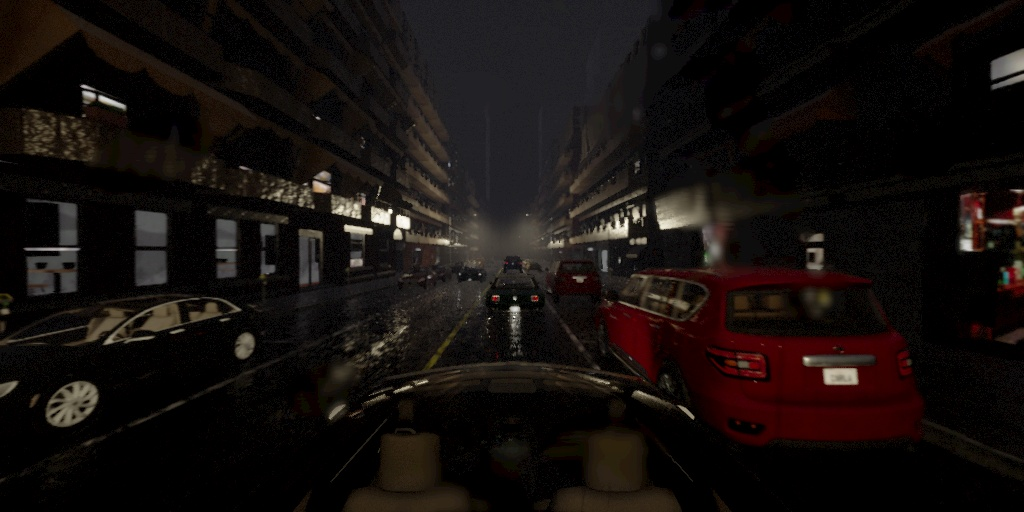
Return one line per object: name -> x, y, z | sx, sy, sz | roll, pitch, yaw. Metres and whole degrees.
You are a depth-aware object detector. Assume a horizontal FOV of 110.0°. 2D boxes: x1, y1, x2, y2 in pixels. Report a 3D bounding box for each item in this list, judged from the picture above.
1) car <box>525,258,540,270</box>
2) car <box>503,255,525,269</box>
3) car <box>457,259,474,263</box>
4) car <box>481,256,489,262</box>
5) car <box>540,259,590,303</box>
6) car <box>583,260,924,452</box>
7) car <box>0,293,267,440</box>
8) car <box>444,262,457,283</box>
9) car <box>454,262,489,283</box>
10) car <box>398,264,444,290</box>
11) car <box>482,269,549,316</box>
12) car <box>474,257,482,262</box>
car -> 2.684, 1.245, 44.692 | 1.751, 1.417, 4.829 | 0, 0, 0
car -> 0.094, 0.942, 42.799 | 2.150, 2.045, 5.566 | 0, 0, 0
car -> -5.696, 1.273, 38.948 | 2.007, 1.370, 4.403 | 0, 0, 0
car -> -5.699, 1.022, 61.356 | 2.192, 1.841, 5.009 | 0, 0, 0
car -> 2.688, 1.054, 16.512 | 2.192, 1.841, 5.009 | 0, 0, 0
car -> 2.689, 1.062, 5.308 | 2.192, 1.841, 5.009 | 0, 0, 0
car -> -5.699, 1.297, 5.336 | 2.007, 1.370, 4.403 | 0, 0, 0
car -> -5.695, 1.313, 27.744 | 1.802, 1.307, 4.207 | 0, 0, 0
car -> -3.003, 1.384, 27.772 | 1.895, 1.301, 4.718 | 0, 0, 0
car -> -5.694, 1.317, 22.142 | 1.802, 1.307, 4.207 | 0, 0, 0
car -> 0.100, 1.342, 13.311 | 1.895, 1.301, 4.718 | 0, 0, 0
car -> -5.697, 1.265, 50.152 | 2.007, 1.370, 4.403 | 0, 0, 0
